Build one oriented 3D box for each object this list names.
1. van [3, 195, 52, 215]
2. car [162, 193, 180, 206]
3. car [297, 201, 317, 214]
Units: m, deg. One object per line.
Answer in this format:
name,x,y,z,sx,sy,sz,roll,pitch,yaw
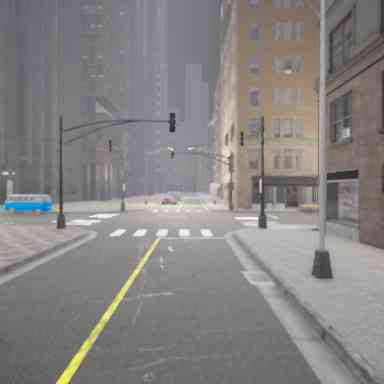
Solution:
van,-14.745,1.123,29.986,3.998,1.788,1.690,0,0,-1
car,-3.108,1.179,46.500,1.994,1.385,4.181,0,1,0
car,12.097,1.259,30.413,4.829,1.417,1.752,0,1,-1
